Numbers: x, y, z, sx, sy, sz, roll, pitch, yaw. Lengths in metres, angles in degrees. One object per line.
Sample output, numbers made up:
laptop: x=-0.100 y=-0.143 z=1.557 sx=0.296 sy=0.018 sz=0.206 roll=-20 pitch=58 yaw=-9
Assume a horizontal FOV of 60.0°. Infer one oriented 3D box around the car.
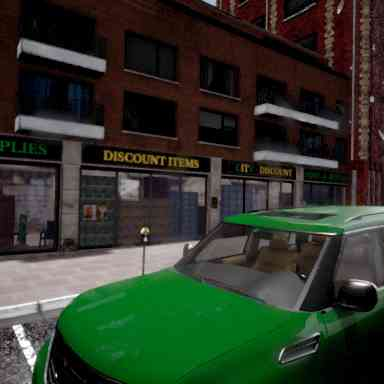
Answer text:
car: x=1.258 y=1.224 z=3.840 sx=5.566 sy=2.045 sz=2.150 roll=0 pitch=0 yaw=-35
